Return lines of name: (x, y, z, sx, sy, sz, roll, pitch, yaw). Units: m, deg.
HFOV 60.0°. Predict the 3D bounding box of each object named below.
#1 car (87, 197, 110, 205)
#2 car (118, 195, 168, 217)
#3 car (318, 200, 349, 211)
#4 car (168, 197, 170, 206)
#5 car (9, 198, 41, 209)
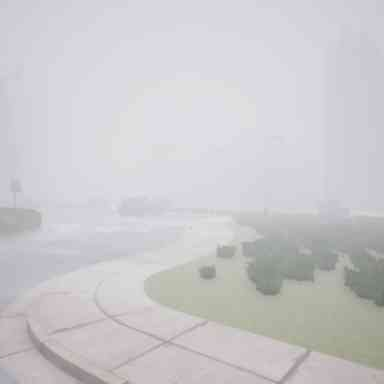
car: (-15.893, 1.608, 56.228, 1.816, 1.474, 4.193, 0, 0, 38)
car: (-4.849, 1.382, 31.746, 1.932, 1.855, 4.605, 0, 0, 38)
car: (14.339, 1.623, 33.717, 2.242, 1.667, 4.611, 0, 0, 38)
car: (-4.855, 1.431, 48.465, 1.905, 1.878, 3.866, 0, 0, 38)
car: (-22.785, 1.569, 45.299, 1.784, 1.438, 3.905, 0, 0, 38)
